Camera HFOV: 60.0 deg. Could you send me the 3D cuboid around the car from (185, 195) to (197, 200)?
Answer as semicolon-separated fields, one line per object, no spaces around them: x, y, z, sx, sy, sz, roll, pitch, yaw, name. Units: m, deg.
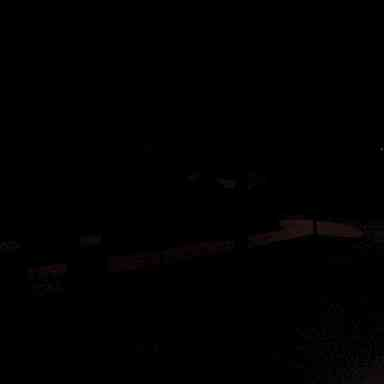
1.546;1.064;37.617;5.566;2.045;2.150;0;0;42;car
